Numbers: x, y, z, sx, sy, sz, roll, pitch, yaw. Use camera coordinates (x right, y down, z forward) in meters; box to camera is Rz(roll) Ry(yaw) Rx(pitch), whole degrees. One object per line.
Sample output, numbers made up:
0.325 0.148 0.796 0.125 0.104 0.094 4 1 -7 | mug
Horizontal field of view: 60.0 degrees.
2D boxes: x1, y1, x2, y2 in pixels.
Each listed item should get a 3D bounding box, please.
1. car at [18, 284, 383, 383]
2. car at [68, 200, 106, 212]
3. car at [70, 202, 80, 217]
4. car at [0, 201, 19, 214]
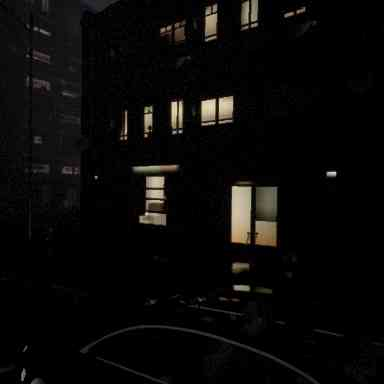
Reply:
0.203 1.549 2.874 4.403 1.369 2.008 0 1 36 | car
-13.425 1.707 42.778 1.887 1.381 4.507 1 0 36 | car
-9.953 1.821 33.351 1.947 1.339 4.313 1 0 36 | car
-19.978 1.622 33.859 2.008 1.369 4.403 1 0 36 | car
